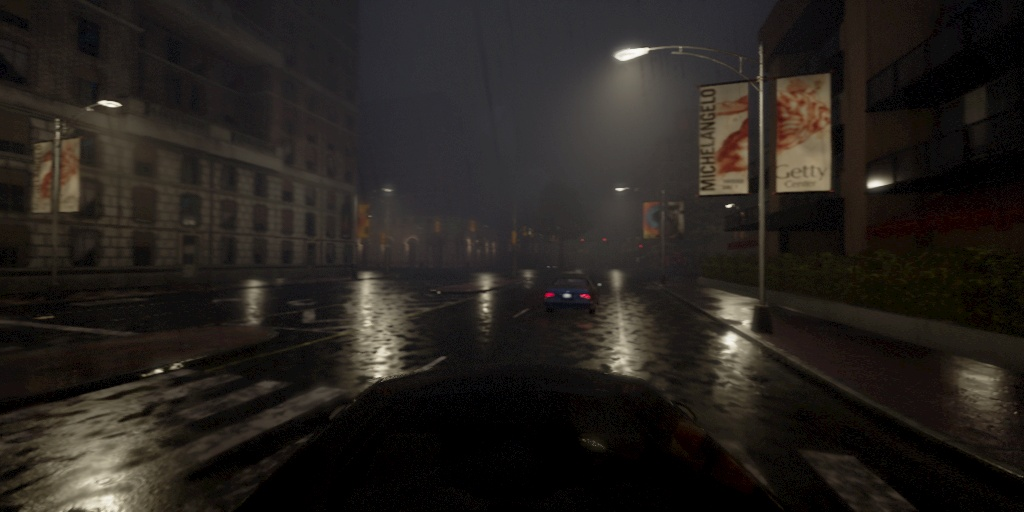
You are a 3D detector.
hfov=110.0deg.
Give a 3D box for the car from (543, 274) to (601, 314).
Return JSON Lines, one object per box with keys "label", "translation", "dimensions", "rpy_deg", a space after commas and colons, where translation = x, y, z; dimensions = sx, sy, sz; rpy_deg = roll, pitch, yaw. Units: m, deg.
{"label": "car", "translation": [2.565, 1.431, 14.661], "dimensions": [2.033, 1.411, 5.357], "rpy_deg": [0, 0, 16]}
